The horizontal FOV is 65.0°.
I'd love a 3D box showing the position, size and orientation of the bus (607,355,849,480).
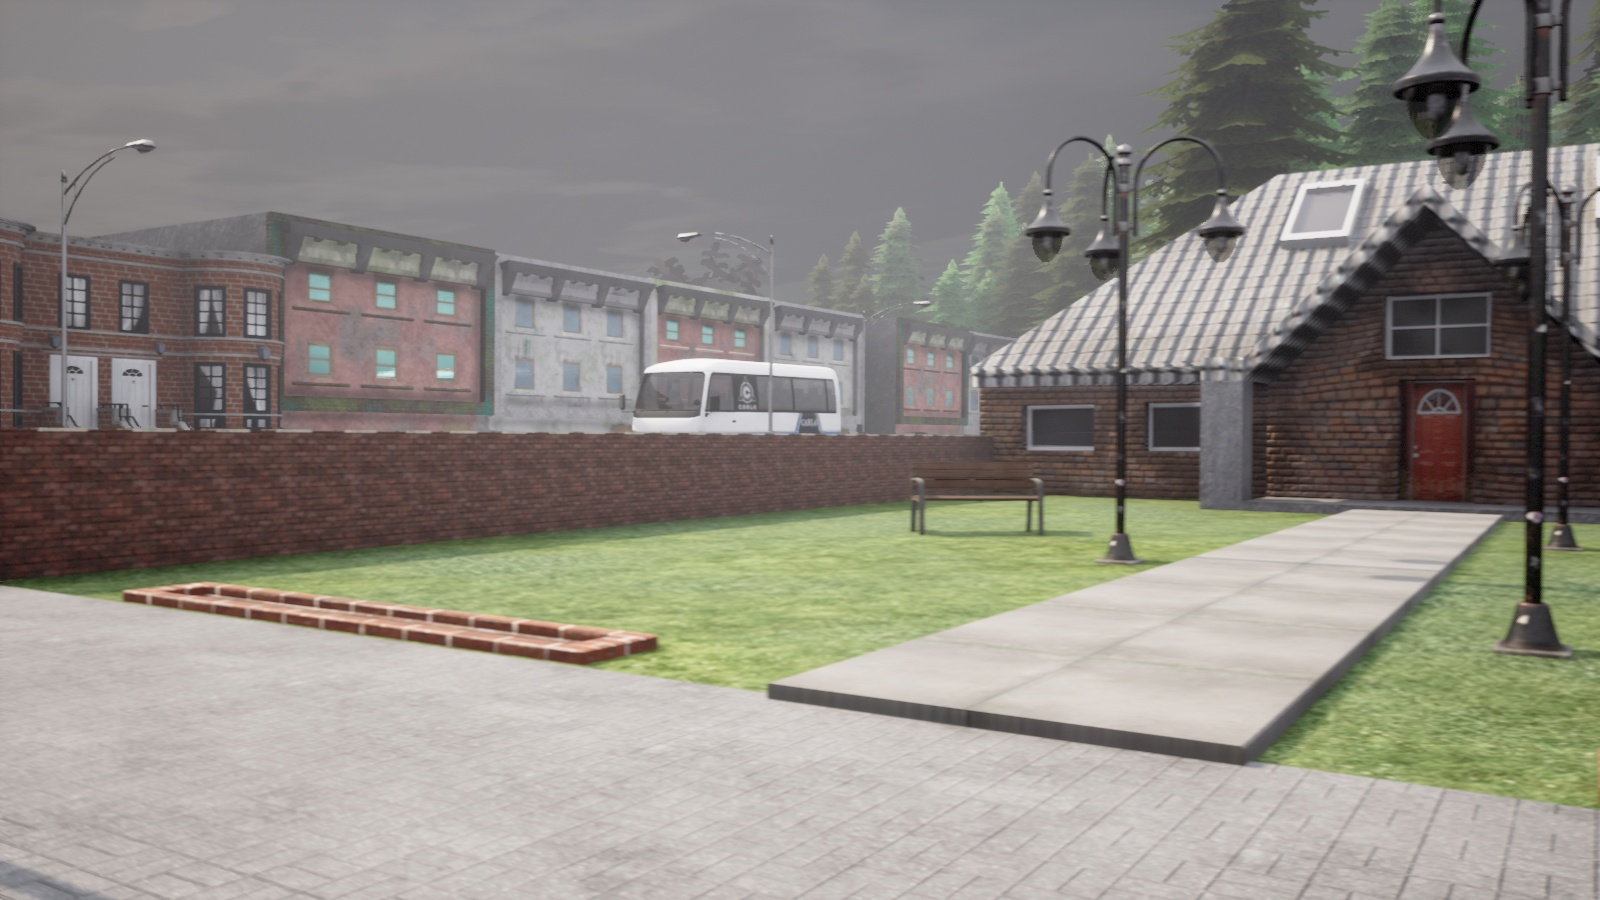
[{"bbox_3d":[-2.449,-1.237,48.168,3.944,4.253,10.273,0,1,32],"label":"bus"}]
